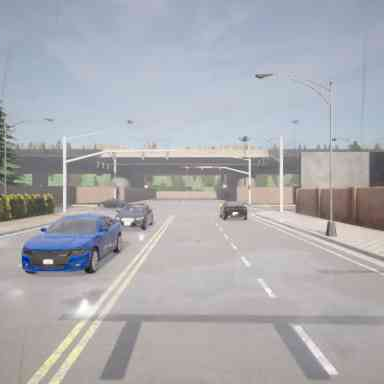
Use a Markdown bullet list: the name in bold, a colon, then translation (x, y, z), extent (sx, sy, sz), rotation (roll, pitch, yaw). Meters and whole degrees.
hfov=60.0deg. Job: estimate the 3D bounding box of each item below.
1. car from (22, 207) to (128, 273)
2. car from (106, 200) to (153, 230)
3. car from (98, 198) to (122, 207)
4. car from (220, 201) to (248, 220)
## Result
- **car**: translation (-3.607, 1.479, 10.845), extent (1.882, 1.535, 5.008), rotation (0, 0, 0)
- **car**: translation (-3.580, 1.494, 21.011), extent (2.128, 1.511, 4.902), rotation (0, 0, 1)
- **car**: translation (-10.814, 1.538, 45.722), extent (4.181, 1.385, 1.994), rotation (0, 0, 18)
- **car**: translation (3.449, 1.481, 28.106), extent (1.882, 1.535, 5.008), rotation (0, 0, 0)
